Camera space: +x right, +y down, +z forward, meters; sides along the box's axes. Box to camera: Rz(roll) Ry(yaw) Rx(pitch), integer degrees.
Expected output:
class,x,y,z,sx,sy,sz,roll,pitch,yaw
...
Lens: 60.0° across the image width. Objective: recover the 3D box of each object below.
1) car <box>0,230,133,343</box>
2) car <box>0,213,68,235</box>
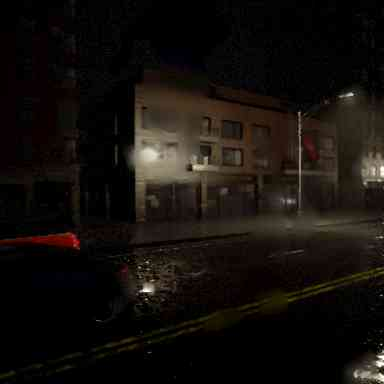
class,x,y,z,sx,sy,sz,roll,pitch,yaw
car,-3.118,1.562,5.453,4.181,1.385,1.994,0,0,-35
car,-5.098,1.351,8.033,4.553,1.767,2.097,0,0,-35
